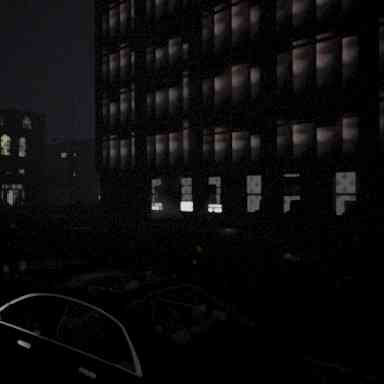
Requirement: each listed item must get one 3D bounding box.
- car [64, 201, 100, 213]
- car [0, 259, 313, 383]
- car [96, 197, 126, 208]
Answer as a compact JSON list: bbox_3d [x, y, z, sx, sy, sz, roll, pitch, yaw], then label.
[{"bbox_3d":[-12.237,1.661,37.323,1.802,1.307,4.206,-1,-1,36],"label":"car"},{"bbox_3d":[-1.024,1.549,3.609,4.403,1.369,2.008,0,0,35],"label":"car"},{"bbox_3d":[-12.454,1.615,51.229,1.967,1.590,4.097,-1,-1,36],"label":"car"}]
